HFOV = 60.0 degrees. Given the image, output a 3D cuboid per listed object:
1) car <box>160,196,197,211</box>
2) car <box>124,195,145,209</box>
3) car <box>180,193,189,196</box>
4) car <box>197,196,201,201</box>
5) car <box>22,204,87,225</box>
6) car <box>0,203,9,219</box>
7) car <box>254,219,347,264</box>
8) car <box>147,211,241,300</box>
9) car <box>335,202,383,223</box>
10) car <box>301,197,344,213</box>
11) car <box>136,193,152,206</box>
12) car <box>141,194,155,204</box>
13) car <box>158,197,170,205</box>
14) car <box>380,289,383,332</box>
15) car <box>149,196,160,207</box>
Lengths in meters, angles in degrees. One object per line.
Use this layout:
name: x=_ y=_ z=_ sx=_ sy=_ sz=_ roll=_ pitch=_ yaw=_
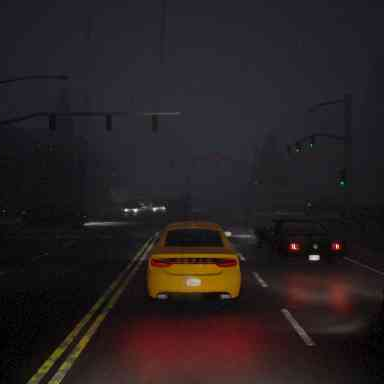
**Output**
car: x=-1.412 y=1.491 z=37.056 sx=2.128 sy=1.511 sz=4.902 roll=0 pitch=0 yaw=17
car: x=-8.208 y=1.564 z=46.431 sx=1.994 sy=1.385 sz=4.181 roll=0 pitch=0 yaw=-1
car: x=-1.370 y=1.221 z=60.834 sx=2.150 sy=2.045 sz=5.566 roll=0 pitch=0 yaw=-1
car: x=1.306 y=1.595 z=88.208 sx=1.895 sy=1.301 sz=4.718 roll=0 pitch=0 yaw=-1
car: x=-9.647 y=1.564 z=23.534 sx=4.181 sy=1.385 sz=1.994 roll=0 pitch=0 yaw=-2
car: x=-17.867 y=1.223 z=26.777 sx=5.566 sy=2.045 sz=2.150 roll=0 pitch=0 yaw=-2
car: x=3.502 y=1.601 z=11.795 sx=1.895 sy=1.301 sz=4.718 roll=0 pitch=0 yaw=-1
car: x=0.034 y=1.478 z=8.471 sx=1.882 sy=1.535 sz=5.008 roll=0 pitch=0 yaw=0
car: x=13.631 y=1.601 z=24.830 sx=4.718 sy=1.301 sz=1.895 roll=0 pitch=0 yaw=-2
car: x=14.083 y=1.352 z=35.560 sx=4.553 sy=1.767 sz=2.097 roll=0 pitch=0 yaw=-2
car: x=-8.441 y=1.221 z=55.750 sx=2.150 sy=2.045 sz=5.566 roll=0 pitch=0 yaw=-1
car: x=-8.642 y=1.352 z=65.550 sx=2.097 sy=1.767 sz=4.553 roll=0 pitch=0 yaw=-1
car: x=-5.029 y=1.564 z=59.772 sx=1.994 sy=1.385 sz=4.181 roll=0 pitch=0 yaw=-1
car: x=3.597 y=1.478 z=2.706 sx=1.882 sy=1.535 sz=5.008 roll=0 pitch=0 yaw=0
car: x=-4.793 y=1.564 z=49.743 sx=1.994 sy=1.385 sz=4.181 roll=0 pitch=0 yaw=-2
